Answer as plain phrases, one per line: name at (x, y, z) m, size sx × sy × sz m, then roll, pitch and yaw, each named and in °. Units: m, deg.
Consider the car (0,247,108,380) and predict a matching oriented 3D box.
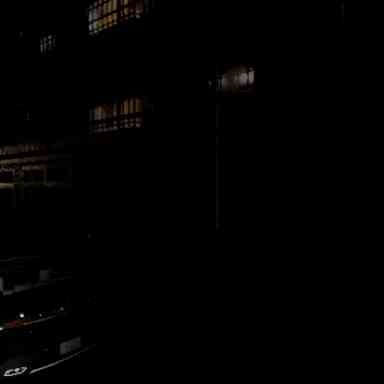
car at (-3.188, 1.548, 5.147) m, size 4.403 × 1.369 × 2.008 m, roll 0°, pitch 0°, yaw 35°
